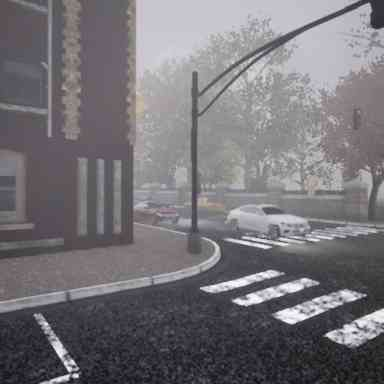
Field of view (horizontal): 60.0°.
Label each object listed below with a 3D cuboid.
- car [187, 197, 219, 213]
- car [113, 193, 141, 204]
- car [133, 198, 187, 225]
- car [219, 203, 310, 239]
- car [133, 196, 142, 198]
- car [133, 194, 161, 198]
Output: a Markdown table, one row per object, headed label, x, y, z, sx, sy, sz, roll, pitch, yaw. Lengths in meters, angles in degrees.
| label | x | y | z | sx | sy | sz | roll | pitch | yaw |
| --- | --- | --- | --- | --- | --- | --- | --- | --- | --- |
| car | 0.994 | 1.121 | 30.586 | 1.752 | 1.417 | 4.829 | 1 | 0 | -36 |
| car | -8.639 | 0.856 | 43.910 | 2.008 | 1.369 | 4.403 | 1 | 0 | -36 |
| car | -2.458 | 1.252 | 21.056 | 1.802 | 1.307 | 4.206 | 2 | 0 | -36 |
| car | 3.588 | 1.334 | 16.421 | 1.812 | 1.442 | 4.674 | 0 | 1 | -31 |
| car | -5.701 | 1.154 | 25.543 | 1.802 | 1.307 | 4.206 | 2 | 0 | -36 |
| car | -3.170 | 1.086 | 26.442 | 2.128 | 1.511 | 4.902 | 0 | 1 | -36 |
